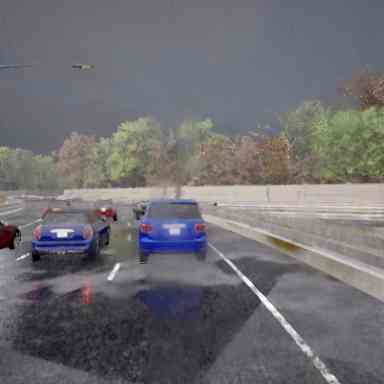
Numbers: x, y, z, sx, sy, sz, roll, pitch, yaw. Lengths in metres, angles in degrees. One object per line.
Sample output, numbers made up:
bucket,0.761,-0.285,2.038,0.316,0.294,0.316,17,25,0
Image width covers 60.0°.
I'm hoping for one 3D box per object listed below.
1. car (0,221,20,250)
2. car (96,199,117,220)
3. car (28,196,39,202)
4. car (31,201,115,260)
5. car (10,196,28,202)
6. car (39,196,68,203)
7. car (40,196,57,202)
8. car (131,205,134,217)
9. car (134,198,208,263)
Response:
car,-7.789,1.531,11.664,1.882,1.535,5.008,0,0,-6
car,-7.530,1.432,28.339,2.097,1.767,4.553,-1,0,-15
car,-38.034,1.712,79.322,4.181,1.385,1.994,0,0,41
car,-4.426,1.394,12.813,2.097,1.767,4.553,0,0,-7
car,-40.431,1.666,76.772,4.892,1.490,1.837,0,0,41
car,-10.983,1.448,27.783,2.097,1.767,4.553,0,0,-15
car,-35.217,1.691,81.557,4.674,1.442,1.812,0,0,41
car,-4.178,1.575,29.422,1.837,1.490,4.892,0,0,-15
car,-0.786,1.247,12.297,2.150,2.045,5.566,0,0,-6
